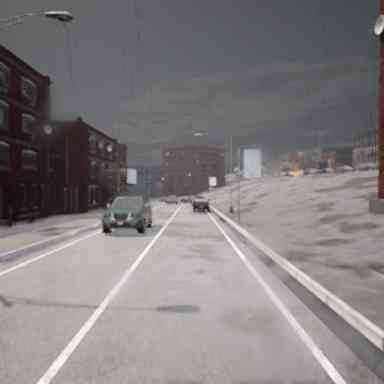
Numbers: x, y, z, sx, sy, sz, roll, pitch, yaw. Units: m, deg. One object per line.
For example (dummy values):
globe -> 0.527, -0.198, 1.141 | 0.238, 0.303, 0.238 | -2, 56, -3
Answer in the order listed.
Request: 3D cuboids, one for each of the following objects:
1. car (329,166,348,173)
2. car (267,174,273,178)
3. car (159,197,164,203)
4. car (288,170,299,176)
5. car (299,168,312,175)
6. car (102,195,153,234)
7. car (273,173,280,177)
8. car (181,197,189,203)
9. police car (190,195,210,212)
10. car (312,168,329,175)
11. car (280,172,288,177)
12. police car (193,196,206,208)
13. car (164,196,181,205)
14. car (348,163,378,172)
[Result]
car -> 24.234, -3.419, 52.533 | 2.002, 1.452, 4.674 | 0, 1, -7
car -> 21.727, -4.037, 85.800 | 2.231, 1.521, 4.892 | 0, 1, -1
car -> -7.177, 2.062, 89.374 | 1.837, 1.490, 4.892 | -1, -2, -31
car -> 22.442, -3.763, 69.203 | 2.097, 1.535, 5.008 | 0, 1, -4
car -> 22.911, -3.788, 63.698 | 2.185, 1.767, 4.553 | 0, 1, -5
car -> -3.600, 1.218, 19.485 | 2.150, 2.045, 5.566 | 0, 0, 0
car -> 21.856, -3.960, 80.282 | 2.231, 1.521, 4.892 | 0, 1, -1
car -> -1.337, 1.757, 73.427 | 1.812, 1.442, 4.674 | 0, -1, -17
police car -> 1.048, 1.420, 39.158 | 1.930, 1.638, 5.238 | 0, 0, 0
car -> 23.531, -3.529, 58.007 | 2.163, 1.488, 4.792 | 0, 1, -6
car -> 22.089, -3.824, 74.740 | 2.002, 1.452, 4.674 | 0, 1, -3
police car -> 1.047, 1.426, 49.162 | 1.930, 1.638, 5.238 | 0, 0, 0
car -> -3.619, 1.446, 61.735 | 2.097, 1.767, 4.553 | 0, -1, -1
car -> 25.039, -3.358, 47.172 | 2.231, 1.521, 4.892 | 0, 1, -9
